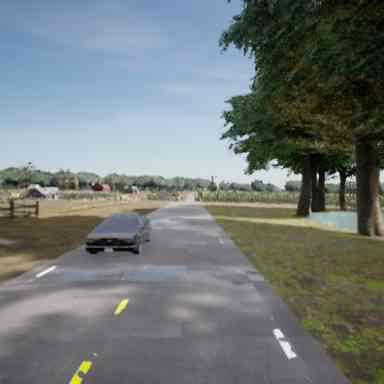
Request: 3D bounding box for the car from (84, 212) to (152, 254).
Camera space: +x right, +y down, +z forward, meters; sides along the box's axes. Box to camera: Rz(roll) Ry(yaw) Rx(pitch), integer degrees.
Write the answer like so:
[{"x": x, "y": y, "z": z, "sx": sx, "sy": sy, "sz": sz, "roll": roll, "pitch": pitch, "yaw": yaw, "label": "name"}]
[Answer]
[{"x": -2.762, "y": 1.561, "z": 13.749, "sx": 2.033, "sy": 1.411, "sz": 5.357, "roll": 0, "pitch": 0, "yaw": 0, "label": "car"}]
